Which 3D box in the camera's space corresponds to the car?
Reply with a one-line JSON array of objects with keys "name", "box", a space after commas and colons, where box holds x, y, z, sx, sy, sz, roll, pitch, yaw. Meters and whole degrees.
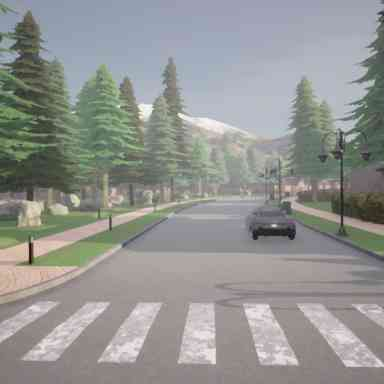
[{"name": "car", "box": [3.766, 1.424, 16.579, 1.994, 1.385, 4.181, 0, 1, 4]}]
